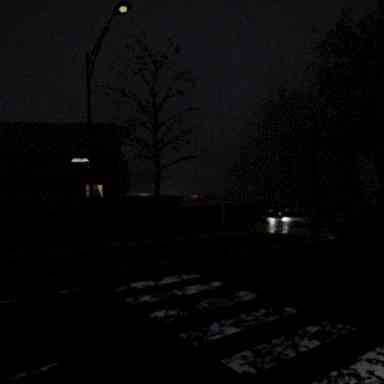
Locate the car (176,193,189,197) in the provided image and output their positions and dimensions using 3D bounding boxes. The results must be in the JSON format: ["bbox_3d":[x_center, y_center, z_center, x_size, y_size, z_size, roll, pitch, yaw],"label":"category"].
[{"bbox_3d":[-1.866,1.033,63.211,1.882,1.535,5.008,-2,1,-14],"label":"car"}]

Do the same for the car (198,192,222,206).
[{"bbox_3d":[2.739,1.190,45.464,1.882,1.535,5.008,-2,1,-15],"label":"car"}]

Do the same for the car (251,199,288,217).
[{"bbox_3d":[6.692,1.391,30.453,2.033,1.411,5.357,-2,1,-15],"label":"car"}]

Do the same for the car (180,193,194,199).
[{"bbox_3d":[-1.122,0.844,71.200,1.895,1.301,4.718,-2,1,-15],"label":"car"}]

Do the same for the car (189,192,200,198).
[{"bbox_3d":[1.445,0.853,61.469,2.097,1.767,4.553,-2,1,-15],"label":"car"}]
